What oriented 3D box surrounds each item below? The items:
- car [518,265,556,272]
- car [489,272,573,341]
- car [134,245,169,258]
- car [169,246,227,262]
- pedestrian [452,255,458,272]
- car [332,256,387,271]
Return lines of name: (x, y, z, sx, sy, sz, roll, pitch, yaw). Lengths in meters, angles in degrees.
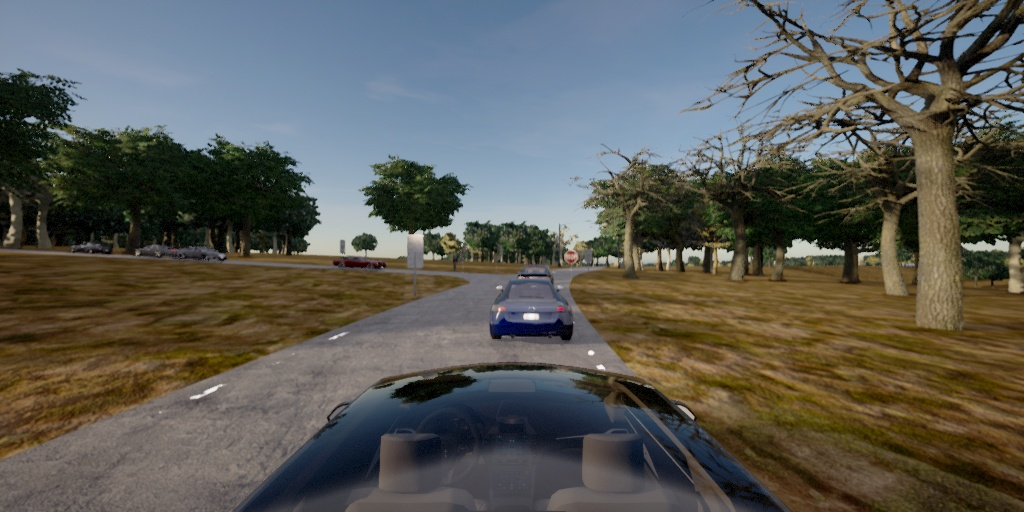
car: (1.273, 1.213, 18.777, 2.128, 1.511, 4.902, 0, 0, 7)
car: (0.497, 1.299, 9.871, 1.994, 1.385, 4.181, 0, 0, 2)
car: (-41.604, -0.561, 42.051, 4.902, 1.511, 2.128, 2, -1, 10)
car: (-32.119, -0.206, 37.216, 4.902, 1.511, 2.128, 2, -1, 10)
pedestrian: (-6.245, 0.783, 39.118, 0.375, 1.860, 0.375, 0, -4, 10)
car: (-14.385, 0.659, 34.088, 4.718, 1.301, 1.895, 2, -1, 10)
